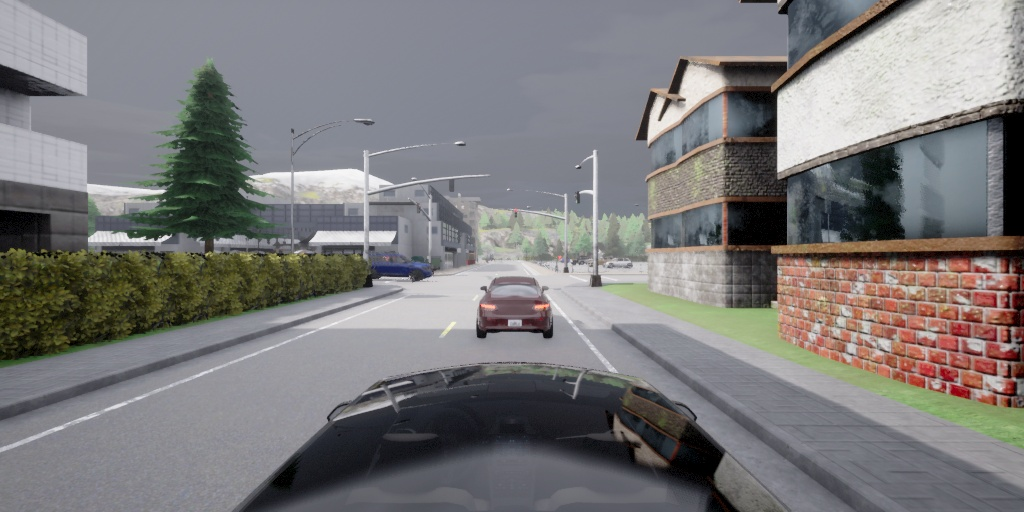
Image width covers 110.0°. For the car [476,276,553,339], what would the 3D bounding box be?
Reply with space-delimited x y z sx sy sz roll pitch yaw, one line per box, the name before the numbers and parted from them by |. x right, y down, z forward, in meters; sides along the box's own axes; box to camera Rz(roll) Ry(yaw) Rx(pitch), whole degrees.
car | 0.071 1.276 10.003 1.812 1.442 4.674 0 0 0

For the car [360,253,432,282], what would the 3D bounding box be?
car | -8.965 0.859 27.412 5.566 2.045 2.150 2 0 -9
